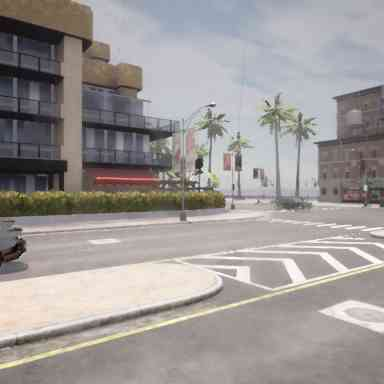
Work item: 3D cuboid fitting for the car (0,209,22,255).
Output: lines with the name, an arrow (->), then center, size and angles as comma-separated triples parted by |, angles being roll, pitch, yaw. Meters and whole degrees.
car -> -8.898, 1.492, 11.773 | 4.902, 1.511, 2.128 | 0, 0, -35

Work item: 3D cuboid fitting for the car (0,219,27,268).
car -> -7.086, 1.492, 8.770 | 4.902, 1.511, 2.128 | 0, 0, -36

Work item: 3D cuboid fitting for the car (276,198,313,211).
car -> 12.770, 1.506, 41.568 | 1.837, 1.490, 4.892 | 0, 0, -35
